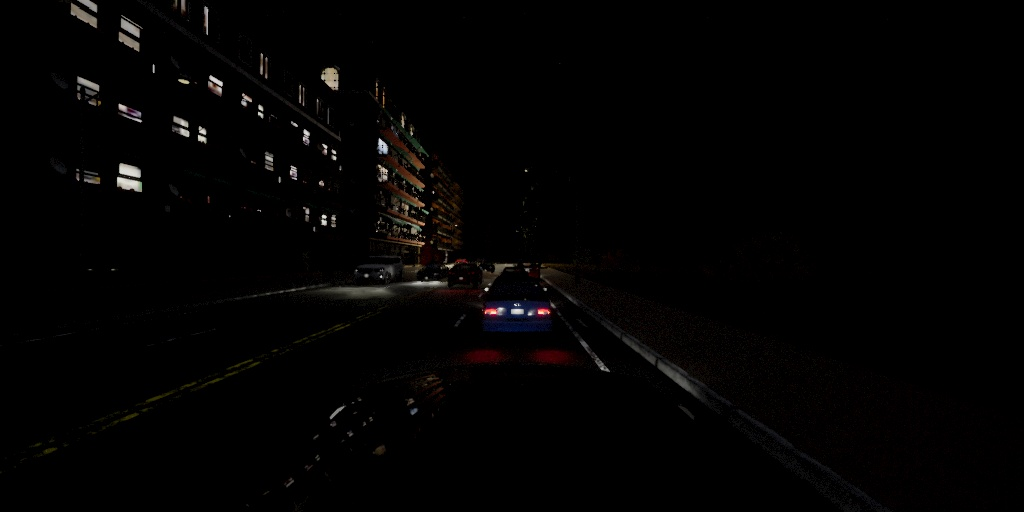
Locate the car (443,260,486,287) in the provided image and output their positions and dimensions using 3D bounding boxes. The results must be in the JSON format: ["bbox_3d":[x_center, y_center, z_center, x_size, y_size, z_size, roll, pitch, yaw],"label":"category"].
[{"bbox_3d":[-3.109,1.231,24.443,1.882,1.535,5.008,0,0,0],"label":"car"}]

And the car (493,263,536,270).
[{"bbox_3d":[0.129,1.317,20.916,1.994,1.385,4.181,0,0,1],"label":"car"}]

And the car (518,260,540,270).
[{"bbox_3d":[1.189,1.105,29.851,2.097,1.767,4.553,0,0,0],"label":"car"}]

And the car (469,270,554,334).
[{"bbox_3d":[0.117,1.299,10.583,2.033,1.411,5.357,0,0,0],"label":"car"}]

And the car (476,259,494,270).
[{"bbox_3d":[-3.071,1.354,43.972,1.895,1.301,4.718,0,0,0],"label":"car"}]

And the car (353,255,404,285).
[{"bbox_3d":[-9.805,0.975,26.926,2.150,2.045,5.566,0,0,0],"label":"car"}]

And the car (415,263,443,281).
[{"bbox_3d":[-6.549,1.301,30.145,2.033,1.411,5.357,0,0,0],"label":"car"}]
